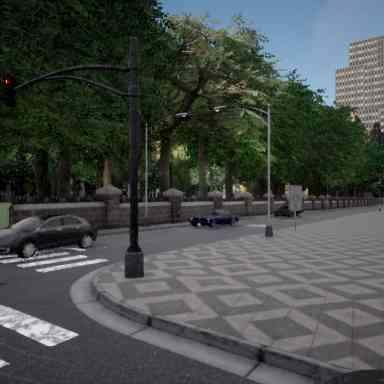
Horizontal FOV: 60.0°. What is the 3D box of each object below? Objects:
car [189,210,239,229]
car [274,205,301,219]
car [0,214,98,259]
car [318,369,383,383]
[{"bbox_3d":[1.798,2.082,25.708,1.895,1.301,4.718,0,-1,35],"label":"car"},{"bbox_3d":[11.273,2.303,39.103,1.882,1.535,5.008,0,-2,35],"label":"car"},{"bbox_3d":[-6.008,1.691,13.633,1.837,1.490,4.892,0,-2,27],"label":"car"},{"bbox_3d":[2.518,1.551,1.167,4.403,1.369,2.008,0,0,36],"label":"car"}]
